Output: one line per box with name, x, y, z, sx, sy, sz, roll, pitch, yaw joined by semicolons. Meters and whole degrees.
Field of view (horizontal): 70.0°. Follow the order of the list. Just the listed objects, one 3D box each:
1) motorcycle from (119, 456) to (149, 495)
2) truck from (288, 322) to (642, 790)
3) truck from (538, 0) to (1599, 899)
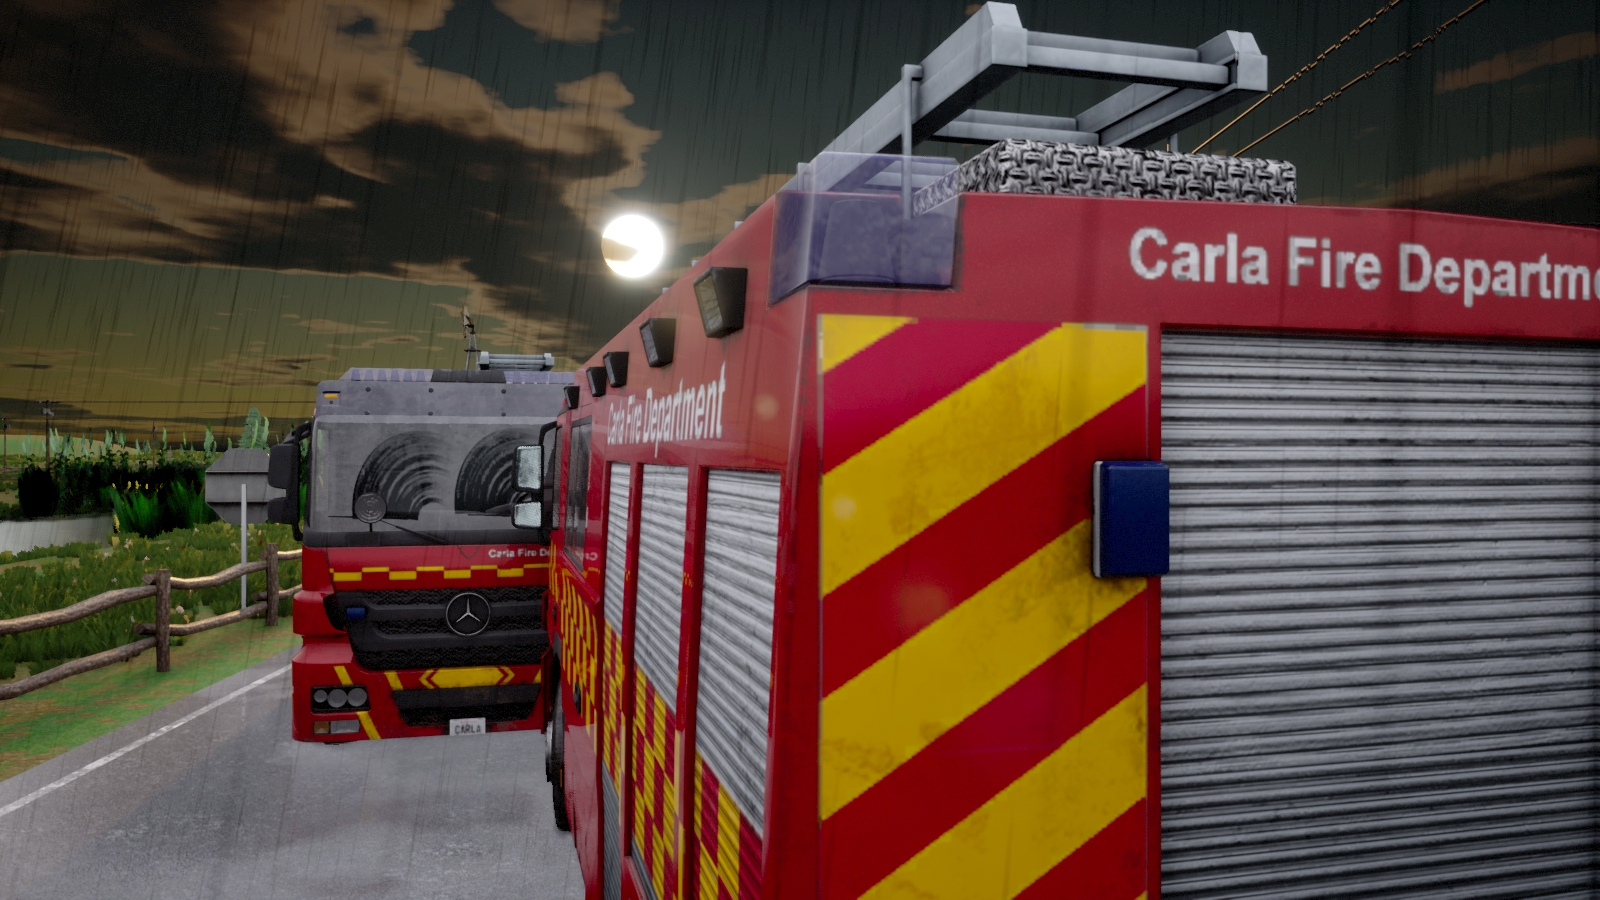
motorcycle;-41.419;1.576;71.088;0.803;2.348;2.033;0;0;-4
truck;-3.925;0.862;13.821;2.891;3.827;8.468;0;0;-15
truck;0.100;0.867;6.869;2.891;3.827;8.468;0;0;-15
